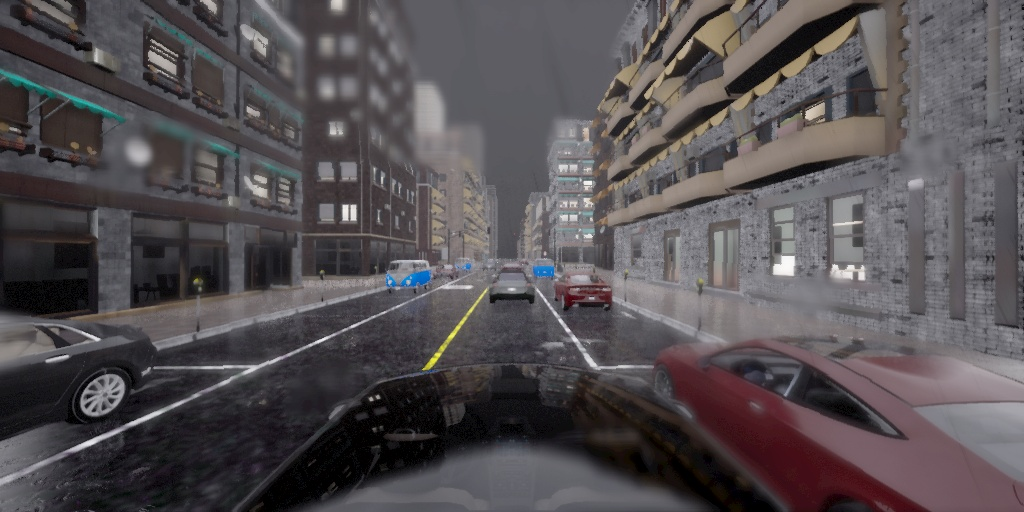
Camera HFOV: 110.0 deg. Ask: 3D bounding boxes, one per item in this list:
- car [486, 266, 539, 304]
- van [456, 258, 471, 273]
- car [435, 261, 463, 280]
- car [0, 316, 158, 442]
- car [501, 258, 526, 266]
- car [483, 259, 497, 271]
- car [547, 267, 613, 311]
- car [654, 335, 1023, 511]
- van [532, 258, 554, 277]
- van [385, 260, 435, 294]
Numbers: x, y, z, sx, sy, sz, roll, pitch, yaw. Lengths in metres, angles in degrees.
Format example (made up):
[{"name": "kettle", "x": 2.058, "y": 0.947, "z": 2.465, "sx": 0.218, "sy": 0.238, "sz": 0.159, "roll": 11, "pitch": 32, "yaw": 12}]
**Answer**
[{"name": "car", "x": 0.000, "y": 1.322, "z": 16.500, "sx": 1.994, "sy": 1.385, "sz": 4.181, "roll": 0, "pitch": 0, "yaw": 0}, {"name": "van", "x": -5.803, "y": 1.094, "z": 42.489, "sx": 1.690, "sy": 1.789, "sz": 3.998, "roll": 0, "pitch": 0, "yaw": 0}, {"name": "car", "x": -5.691, "y": 1.333, "z": 31.221, "sx": 1.802, "sy": 1.307, "sz": 4.207, "roll": 0, "pitch": 0, "yaw": 0}, {"name": "car", "x": -5.691, "y": 1.297, "z": 3.039, "sx": 2.007, "sy": 1.370, "sz": 4.403, "roll": 0, "pitch": 0, "yaw": 0}, {"name": "car", "x": 0.000, "y": 1.237, "z": 31.499, "sx": 1.882, "sy": 1.535, "sz": 5.008, "roll": 0, "pitch": 0, "yaw": 0}, {"name": "car", "x": -3.000, "y": 1.277, "z": 49.500, "sx": 2.128, "sy": 1.511, "sz": 4.902, "roll": 0, "pitch": 0, "yaw": 0}, {"name": "car", "x": 2.689, "y": 1.293, "z": 14.308, "sx": 1.888, "sy": 1.381, "sz": 4.507, "roll": 0, "pitch": 0, "yaw": 0}, {"name": "car", "x": 2.690, "y": 1.329, "z": 3.035, "sx": 1.802, "sy": 1.307, "sz": 4.207, "roll": 0, "pitch": 0, "yaw": 0}, {"name": "van", "x": 2.690, "y": 1.092, "z": 31.217, "sx": 1.690, "sy": 1.789, "sz": 3.998, "roll": 0, "pitch": 0, "yaw": 0}, {"name": "van", "x": -5.691, "y": 1.090, "z": 19.948, "sx": 1.690, "sy": 1.789, "sz": 3.998, "roll": 0, "pitch": 0, "yaw": 0}]
